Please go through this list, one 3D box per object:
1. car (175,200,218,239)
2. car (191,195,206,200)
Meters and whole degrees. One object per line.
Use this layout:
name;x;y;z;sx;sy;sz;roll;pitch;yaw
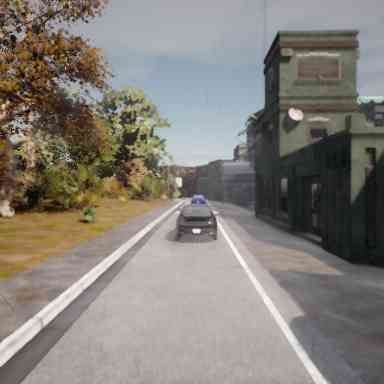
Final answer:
car;0.230;1.349;16.312;1.837;1.490;4.892;0;1;1
car;0.820;1.065;42.755;1.812;1.442;4.674;0;1;2
